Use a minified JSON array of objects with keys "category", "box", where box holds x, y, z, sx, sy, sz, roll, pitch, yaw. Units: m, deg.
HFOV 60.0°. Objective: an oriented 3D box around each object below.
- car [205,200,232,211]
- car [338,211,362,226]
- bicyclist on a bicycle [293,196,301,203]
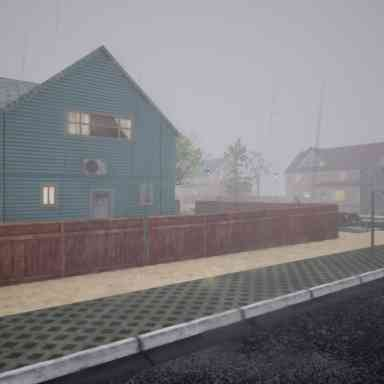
[{"category":"car","box":[2.704,1.470,31.304,1.994,1.385,4.181,0,0,-36]},{"category":"car","box":[8.883,1.558,22.672,1.895,1.301,4.718,0,0,-36]},{"category":"bicyclist on a bicycle","box":[9.873,1.206,31.351,1.656,1.620,0.582,-1,1,-36]}]
